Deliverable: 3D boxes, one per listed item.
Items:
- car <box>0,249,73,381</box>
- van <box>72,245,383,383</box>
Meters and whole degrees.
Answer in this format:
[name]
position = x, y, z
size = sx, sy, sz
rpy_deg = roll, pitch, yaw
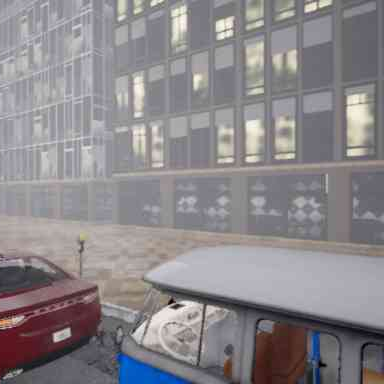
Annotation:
[car]
position = -3.367, 1.591, 5.274
size = 4.507, 1.381, 1.887
rpy_deg = -1, 0, 36
[van]
position = 1.265, 1.341, 1.967
size = 3.998, 1.788, 1.690
rpy_deg = -1, 0, 36
